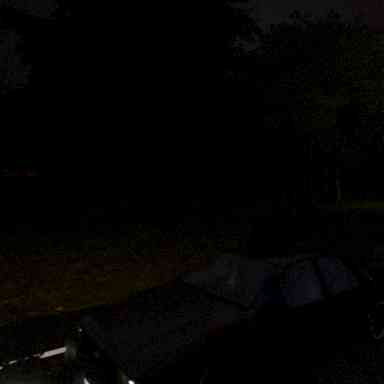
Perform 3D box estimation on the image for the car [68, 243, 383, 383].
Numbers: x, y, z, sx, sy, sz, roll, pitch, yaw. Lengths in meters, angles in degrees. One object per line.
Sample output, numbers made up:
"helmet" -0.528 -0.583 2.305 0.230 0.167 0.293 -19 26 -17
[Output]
"car" 1.154 1.524 4.824 5.357 1.411 2.033 0 0 -35
